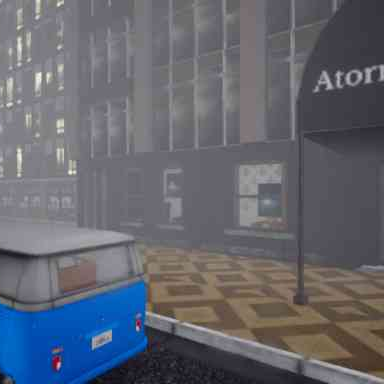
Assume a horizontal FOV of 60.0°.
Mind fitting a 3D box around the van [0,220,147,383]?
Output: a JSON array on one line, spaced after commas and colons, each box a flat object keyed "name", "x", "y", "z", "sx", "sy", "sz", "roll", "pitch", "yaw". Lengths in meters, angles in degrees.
[{"name": "van", "x": -2.468, "y": 1.340, "z": 4.634, "sx": 3.998, "sy": 1.788, "sz": 1.690, "roll": 0, "pitch": 0, "yaw": 35}]
